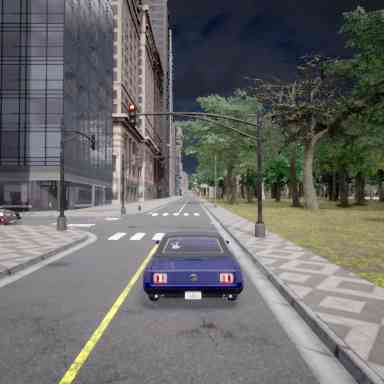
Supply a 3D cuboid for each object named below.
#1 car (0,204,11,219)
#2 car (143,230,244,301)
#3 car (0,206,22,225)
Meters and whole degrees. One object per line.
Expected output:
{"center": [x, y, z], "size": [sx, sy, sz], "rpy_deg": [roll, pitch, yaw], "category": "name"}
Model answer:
{"center": [-18.968, 1.727, 29.837], "size": [4.313, 1.339, 1.947], "rpy_deg": [0, -1, 0], "category": "car"}
{"center": [0.014, 1.607, 8.311], "size": [1.895, 1.301, 4.718], "rpy_deg": [0, 0, 0], "category": "car"}
{"center": [-13.515, 1.372, 21.318], "size": [4.097, 1.590, 1.967], "rpy_deg": [0, -2, -1], "category": "car"}
